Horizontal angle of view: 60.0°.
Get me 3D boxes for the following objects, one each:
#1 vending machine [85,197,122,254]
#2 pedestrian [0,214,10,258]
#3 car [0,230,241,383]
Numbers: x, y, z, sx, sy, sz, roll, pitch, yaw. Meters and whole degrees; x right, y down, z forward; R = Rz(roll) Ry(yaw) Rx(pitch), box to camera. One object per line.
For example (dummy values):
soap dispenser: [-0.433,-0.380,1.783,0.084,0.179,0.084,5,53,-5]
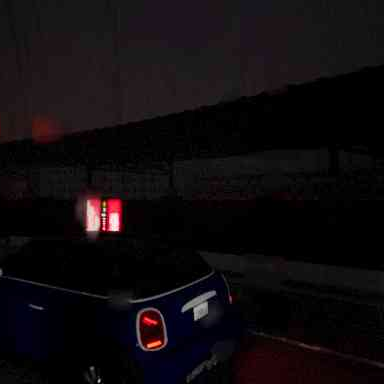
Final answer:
vending machine: [-3.442,1.261,13.003,0.880,2.100,1.100,0,-1,30]
pedestrian: [-6.088,1.372,10.396,0.375,1.860,0.375,0,1,30]
car: [-1.683,1.365,4.897,4.553,1.767,2.097,0,0,33]
